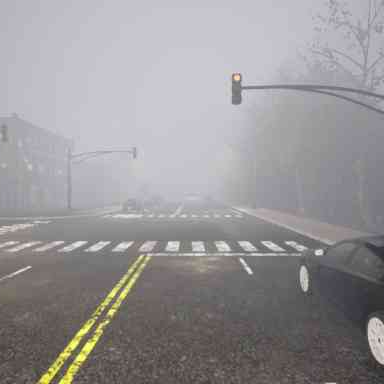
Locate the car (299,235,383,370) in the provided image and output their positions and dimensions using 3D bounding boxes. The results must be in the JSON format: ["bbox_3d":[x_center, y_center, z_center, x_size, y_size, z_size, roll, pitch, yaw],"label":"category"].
[{"bbox_3d":[3.344,1.477,5.663,1.882,1.535,5.008,0,0,1],"label":"car"}]

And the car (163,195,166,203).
[{"bbox_3d":[-6.509,1.328,66.725,2.097,1.767,4.553,0,0,0],"label":"car"}]

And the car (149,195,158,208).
[{"bbox_3d":[-6.577,1.476,47.071,2.128,1.511,4.902,0,0,0],"label":"car"}]

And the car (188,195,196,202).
[{"bbox_3d":[0.021,1.509,79.299,2.033,1.411,5.357,0,0,0],"label":"car"}]

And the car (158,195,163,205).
[{"bbox_3d":[-6.569,1.458,56.646,1.882,1.535,5.008,0,0,0],"label":"car"}]

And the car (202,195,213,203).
[{"bbox_3d":[3.370,1.480,68.989,1.837,1.490,4.892,0,0,0],"label":"car"}]

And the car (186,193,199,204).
[{"bbox_3d":[0.111,1.190,64.615,2.150,2.045,5.566,0,-1,1],"label":"car"}]

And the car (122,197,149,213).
[{"bbox_3d":[-6.581,1.481,37.613,2.128,1.511,4.902,0,0,0],"label":"car"}]

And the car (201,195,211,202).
[{"bbox_3d":[3.270,1.494,79.178,2.128,1.511,4.902,0,0,0],"label":"car"}]
